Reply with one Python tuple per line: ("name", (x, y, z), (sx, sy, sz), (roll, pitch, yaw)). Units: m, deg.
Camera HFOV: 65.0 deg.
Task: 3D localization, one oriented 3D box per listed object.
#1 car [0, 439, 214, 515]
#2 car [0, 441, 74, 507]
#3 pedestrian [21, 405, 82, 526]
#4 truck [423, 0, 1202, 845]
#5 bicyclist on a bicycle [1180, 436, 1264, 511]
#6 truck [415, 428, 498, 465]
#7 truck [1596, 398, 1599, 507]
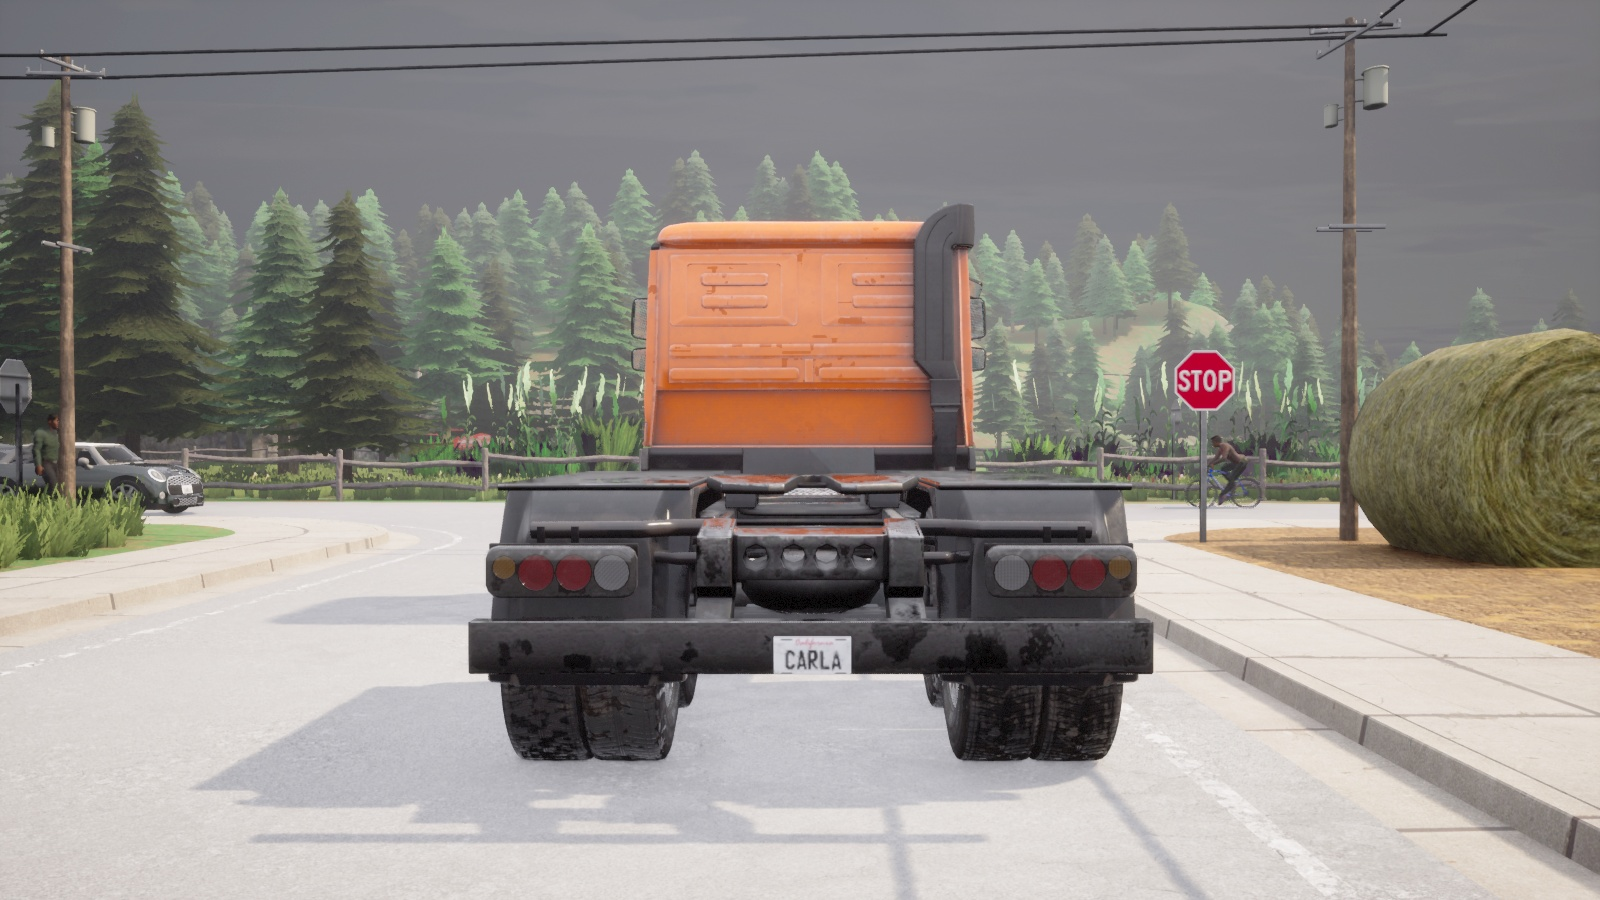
("car", (-14.211, 0.522, 25.390), (3.806, 1.475, 1.970), (0, 0, 3))
("car", (-19.844, 0.536, 29.204), (4.892, 1.490, 1.837), (0, 0, 3))
("pedestrian", (-12.280, 0.246, 20.613), (0.788, 1.949, 0.423), (0, 0, 15))
("truck", (0.064, -0.284, 8.639), (2.891, 3.462, 7.936), (0, 0, 0))
("bicyclist on a bicycle", (9.276, 0.516, 27.624), (1.656, 1.620, 0.582), (0, 0, 3))
("truck", (-23.283, -0.242, 85.358), (5.204, 2.467, 2.627), (0, 0, -11))
("truck", (20.586, 0.098, 27.007), (5.204, 2.467, 2.627), (1, 0, 3))
